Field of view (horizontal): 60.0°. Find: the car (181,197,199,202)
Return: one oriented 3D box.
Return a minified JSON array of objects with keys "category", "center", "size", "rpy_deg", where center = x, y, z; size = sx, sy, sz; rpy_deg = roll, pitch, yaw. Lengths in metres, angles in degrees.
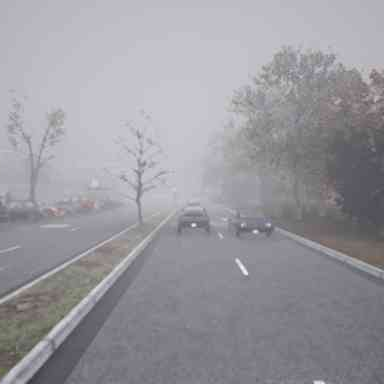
[{"category":"car","center":[0.109,1.678,37.785],"size":[2.128,1.511,4.902],"rpy_deg":[0,-1,0]}]

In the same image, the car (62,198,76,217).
[{"category":"car","center":[-13.803,1.625,31.508],"size":[4.892,1.521,2.231],"rpy_deg":[-1,-1,-20]}]

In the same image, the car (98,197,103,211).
[{"category":"car","center":[-13.959,1.701,40.446],"size":[5.366,1.575,1.946],"rpy_deg":[-1,0,-20]}]

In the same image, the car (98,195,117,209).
[{"category":"car","center":[-13.790,1.506,46.511],"size":[5.566,2.045,2.435],"rpy_deg":[-1,0,-20]}]

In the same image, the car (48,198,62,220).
[{"category":"car","center":[-13.831,1.475,28.499],"size":[4.553,1.767,2.185],"rpy_deg":[-1,-1,-20]}]

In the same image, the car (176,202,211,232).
[{"category":"car","center":[0.103,1.559,20.358],"size":[1.837,1.490,4.892],"rpy_deg":[0,-1,0]}]

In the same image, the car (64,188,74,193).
[{"category":"car","center":[-31.163,0.099,84.305],"size":[2.435,2.045,5.566],"rpy_deg":[6,-3,-19]}]

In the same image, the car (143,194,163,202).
[{"category":"car","center":[-11.450,1.950,93.366],"size":[4.792,1.488,2.163],"rpy_deg":[-1,0,-15]}]

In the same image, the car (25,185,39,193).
[{"category":"car","center":[-40.202,-0.467,84.359],"size":[2.231,1.521,4.892],"rpy_deg":[6,-3,-19]}]

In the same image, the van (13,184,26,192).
[{"category":"van","center":[-43.147,-0.966,84.303],"size":[1.878,1.987,4.442],"rpy_deg":[7,-3,-19]}]

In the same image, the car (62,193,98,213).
[{"category":"car","center":[-13.819,1.424,37.498],"size":[5.566,2.045,2.435],"rpy_deg":[-1,0,-20]}]

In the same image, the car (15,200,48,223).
[{"category":"car","center":[-13.771,1.452,25.513],"size":[4.553,1.767,2.185],"rpy_deg":[-1,0,-20]}]

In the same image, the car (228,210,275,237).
[{"category":"car","center":[3.103,1.646,18.422],"size":[1.895,1.301,4.718],"rpy_deg":[0,0,0]}]

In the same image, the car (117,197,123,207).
[{"category":"car","center":[-13.718,1.533,49.547],"size":[5.566,2.045,2.435],"rpy_deg":[-1,-1,-20]}]

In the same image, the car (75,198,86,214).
[{"category":"car","center":[-13.819,1.678,34.492],"size":[4.792,1.488,2.163],"rpy_deg":[-1,0,-20]}]

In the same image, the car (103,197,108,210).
[{"category":"car","center":[-13.770,1.770,43.512],"size":[4.674,1.452,2.002],"rpy_deg":[-1,0,-20]}]

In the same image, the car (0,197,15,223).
[{"category":"car","center":[-13.832,1.291,19.487],"size":[5.566,2.045,2.435],"rpy_deg":[-1,0,-20]}]
